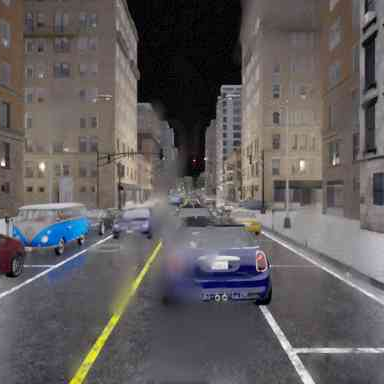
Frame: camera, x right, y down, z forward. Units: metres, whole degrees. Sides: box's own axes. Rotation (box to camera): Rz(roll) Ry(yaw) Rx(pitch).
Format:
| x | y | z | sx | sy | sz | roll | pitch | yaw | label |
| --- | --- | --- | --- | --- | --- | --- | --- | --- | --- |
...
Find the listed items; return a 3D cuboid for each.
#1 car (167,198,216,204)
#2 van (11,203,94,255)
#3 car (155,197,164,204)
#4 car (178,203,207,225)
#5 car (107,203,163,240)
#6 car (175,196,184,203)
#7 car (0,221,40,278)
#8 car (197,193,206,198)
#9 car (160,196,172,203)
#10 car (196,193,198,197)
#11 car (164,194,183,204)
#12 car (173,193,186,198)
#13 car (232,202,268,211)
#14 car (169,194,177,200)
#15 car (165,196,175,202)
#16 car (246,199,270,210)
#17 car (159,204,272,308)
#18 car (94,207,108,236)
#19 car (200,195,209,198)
| x | y | z | sx | sy | sz | roll | pitch | yaw | label |
| --- | --- | --- | --- | --- | --- | --- | --- | --- | --- |
| 0.104 | 1.351 | 15.447 | 2.097 | 1.767 | 4.553 | 0 | 0 | 0 | car |
| -5.370 | 1.340 | 12.968 | 1.690 | 1.788 | 3.998 | 0 | 0 | 0 | van |
| -5.292 | 1.523 | 56.167 | 1.752 | 1.417 | 4.829 | 0 | 0 | 0 | car |
| 0.061 | 1.563 | 25.109 | 1.994 | 1.385 | 4.181 | 0 | 0 | 0 | car |
| -2.735 | 1.525 | 17.220 | 1.812 | 1.442 | 4.674 | 0 | 0 | 1 | car |
| -2.629 | 1.519 | 70.610 | 1.812 | 1.442 | 4.674 | 0 | 0 | 0 | car |
| -5.381 | 1.581 | 7.562 | 1.802 | 1.307 | 4.206 | 0 | 0 | 0 | car |
| 2.763 | 1.434 | 73.370 | 1.967 | 1.590 | 4.097 | 0 | 0 | 0 | car |
| -5.272 | 1.561 | 67.700 | 1.947 | 1.339 | 4.313 | 0 | 0 | 0 | car |
| 2.783 | 1.306 | 84.734 | 2.192 | 1.841 | 5.009 | 0 | 0 | 0 | car |
| -2.756 | 1.476 | 50.516 | 1.882 | 1.535 | 5.008 | 0 | 0 | 0 | car |
| -2.717 | 1.218 | 60.504 | 2.150 | 2.045 | 5.566 | 0 | 0 | 1 | car |
| 2.675 | 1.525 | 18.531 | 1.752 | 1.417 | 4.829 | 0 | 0 | 0 | car |
| -5.232 | 1.429 | 90.425 | 1.967 | 1.590 | 4.097 | 0 | 0 | 0 | car |
| -5.252 | 1.543 | 79.062 | 2.008 | 1.369 | 4.403 | 0 | 0 | 0 | car |
| 6.733 | 1.522 | 38.004 | 4.181 | 1.385 | 1.994 | 0 | 0 | -7 | car |
| 0.319 | 1.352 | 8.157 | 2.097 | 1.767 | 4.553 | 0 | 0 | -5 | car |
| -5.359 | 1.550 | 18.374 | 2.008 | 1.369 | 4.403 | 0 | 0 | 0 | car |
| 2.724 | 1.549 | 50.643 | 2.008 | 1.369 | 4.403 | 0 | 0 | 0 | car |
